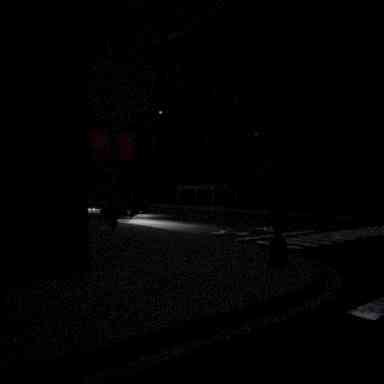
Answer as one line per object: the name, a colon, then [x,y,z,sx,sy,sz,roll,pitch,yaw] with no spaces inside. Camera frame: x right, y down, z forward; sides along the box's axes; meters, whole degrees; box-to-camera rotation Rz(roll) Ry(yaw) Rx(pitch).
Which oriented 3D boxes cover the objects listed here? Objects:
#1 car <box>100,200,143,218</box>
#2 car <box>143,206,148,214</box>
car: [-6.806,1.553,30.419,2.128,1.511,4.902,0,0,-36]
car: [-6.740,1.622,35.893,2.033,1.411,5.357,0,0,-36]
